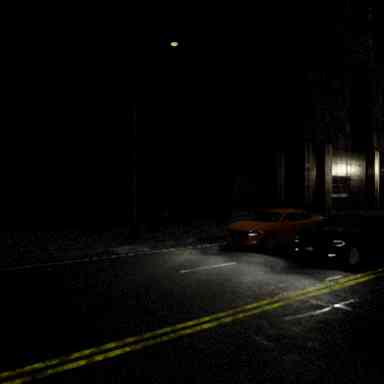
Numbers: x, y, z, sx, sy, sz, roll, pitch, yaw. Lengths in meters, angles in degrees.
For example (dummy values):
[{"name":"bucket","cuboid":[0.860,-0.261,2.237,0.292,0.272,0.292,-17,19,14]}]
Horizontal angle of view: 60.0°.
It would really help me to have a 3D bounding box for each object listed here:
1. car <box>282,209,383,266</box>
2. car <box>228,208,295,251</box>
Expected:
[{"name":"car","cuboid":[5.659,1.473,11.716,5.008,1.535,1.882,0,0,-35]},{"name":"car","cuboid":[3.761,1.473,14.353,5.008,1.535,1.882,0,0,-35]}]
